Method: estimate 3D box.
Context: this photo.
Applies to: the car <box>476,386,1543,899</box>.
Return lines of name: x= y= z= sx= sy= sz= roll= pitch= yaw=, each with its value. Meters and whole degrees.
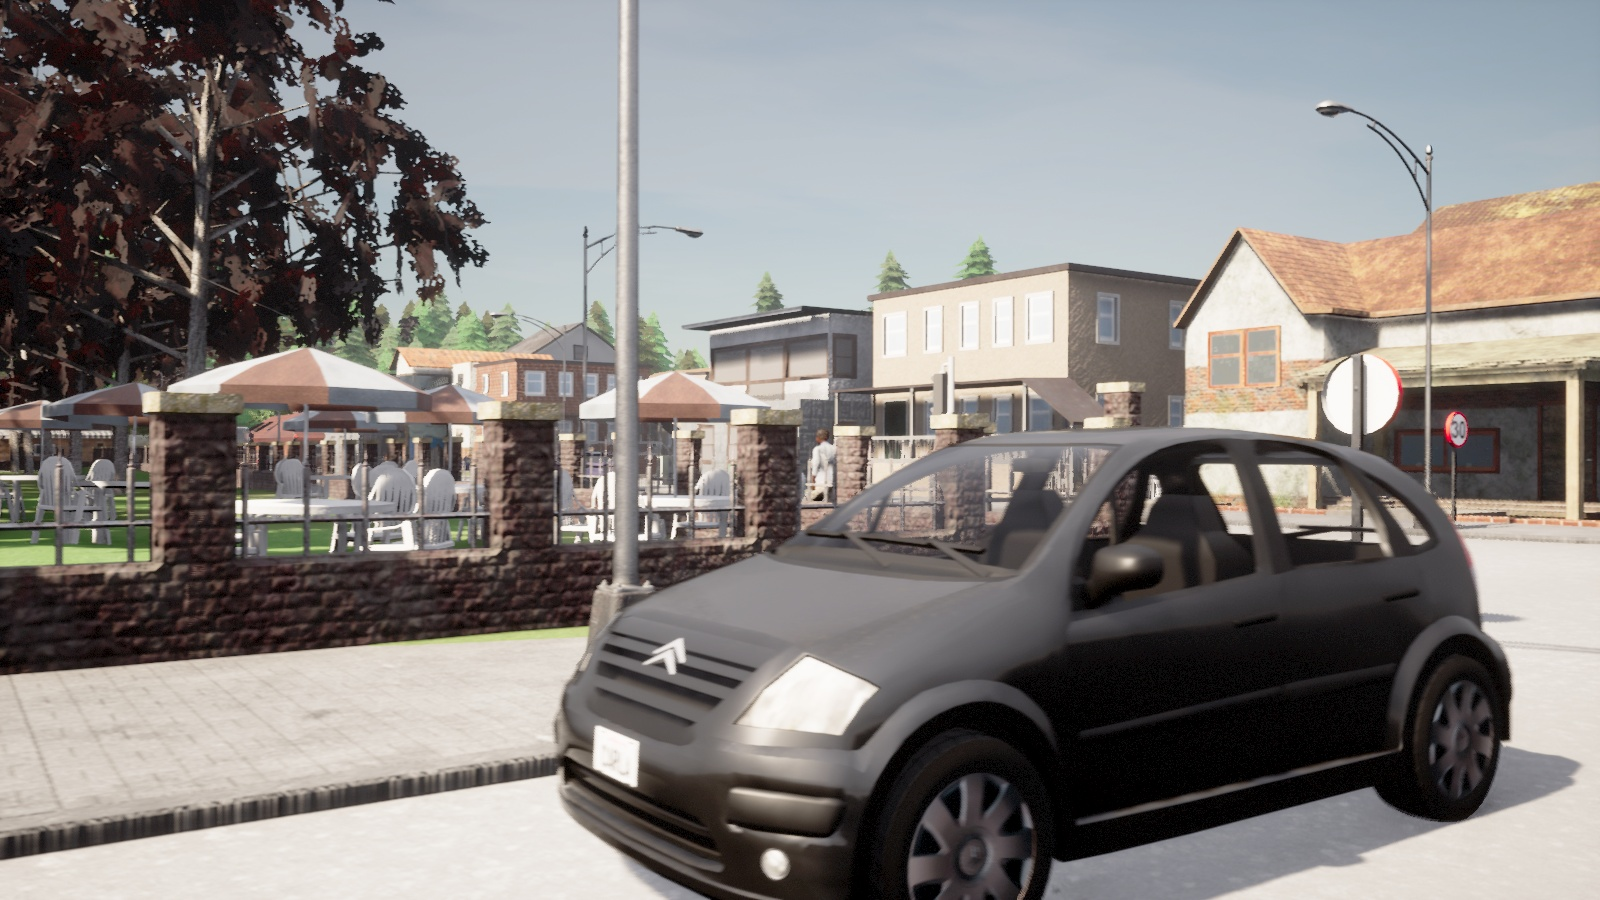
car: x=0.987 y=0.660 z=4.949 sx=3.988 sy=1.617 sz=1.851 roll=0 pitch=0 yaw=-35

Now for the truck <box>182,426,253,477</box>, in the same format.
truck: x=-41.566 y=0.106 z=89.449 sx=2.891 sy=3.462 sz=7.936 roll=0 pitch=0 yaw=-38

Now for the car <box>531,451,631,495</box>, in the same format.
car: x=-8.694 y=0.859 z=49.579 sx=2.033 sy=1.649 sz=4.856 roll=0 pitch=0 yaw=-35

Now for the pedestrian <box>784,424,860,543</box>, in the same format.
pedestrian: x=0.354 y=0.528 z=20.301 sx=0.874 sy=1.855 sz=0.900 roll=0 pitch=0 yaw=-33
